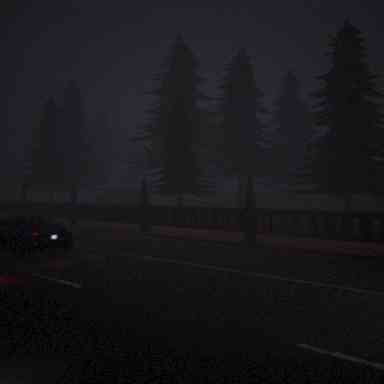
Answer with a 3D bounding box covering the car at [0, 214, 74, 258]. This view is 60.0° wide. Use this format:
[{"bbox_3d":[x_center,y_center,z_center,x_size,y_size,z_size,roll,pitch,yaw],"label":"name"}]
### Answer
[{"bbox_3d":[-6.515,1.565,12.939,4.181,1.385,1.994,0,0,36],"label":"car"}]
